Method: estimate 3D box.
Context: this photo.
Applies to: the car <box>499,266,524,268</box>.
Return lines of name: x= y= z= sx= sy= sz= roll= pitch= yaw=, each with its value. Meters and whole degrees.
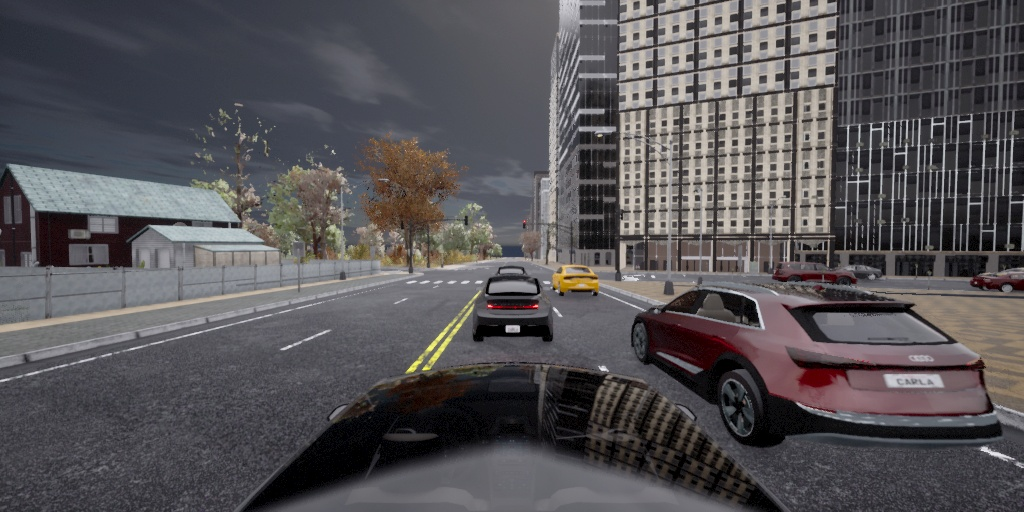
car: x=-0.032 y=1.251 z=18.450 sx=1.837 sy=1.490 sz=4.892 roll=0 pitch=0 yaw=0

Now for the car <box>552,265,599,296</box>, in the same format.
car: x=3.283 y=1.224 z=19.263 sx=1.882 sy=1.535 sz=5.008 roll=0 pitch=0 yaw=0

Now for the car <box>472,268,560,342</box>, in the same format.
car: x=0.030 y=1.252 z=9.783 sx=1.837 sy=1.490 sz=4.892 roll=0 pitch=0 yaw=0

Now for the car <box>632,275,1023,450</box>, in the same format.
car: x=3.341 y=1.172 z=5.229 sx=2.033 sy=1.649 sz=4.856 roll=0 pitch=-2 yaw=0

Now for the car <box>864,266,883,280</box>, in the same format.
car: x=30.987 y=1.468 z=32.953 sx=4.403 sy=1.370 sz=2.007 roll=0 pitch=0 yaw=20

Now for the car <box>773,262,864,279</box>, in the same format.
car: x=22.964 y=1.393 z=27.489 sx=5.009 sy=1.841 sz=2.192 roll=0 pitch=0 yaw=20

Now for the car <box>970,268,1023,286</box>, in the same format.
car: x=33.618 y=1.715 z=23.612 sx=4.507 sy=1.381 sz=1.888 roll=0 pitch=0 yaw=20
